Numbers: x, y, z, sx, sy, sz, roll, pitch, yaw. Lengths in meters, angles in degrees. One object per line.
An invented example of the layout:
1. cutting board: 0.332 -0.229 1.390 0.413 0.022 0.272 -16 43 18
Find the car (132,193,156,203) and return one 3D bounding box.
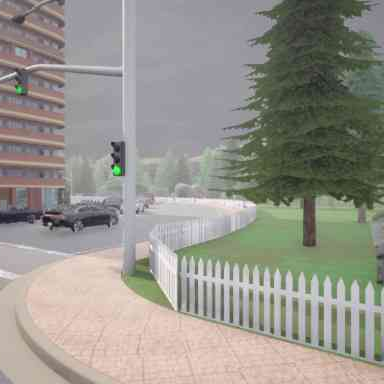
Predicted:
1. car: -9.583 1.166 66.430 2.150 2.045 5.566 0 0 -40

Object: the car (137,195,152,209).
1. car: -6.925 1.470 44.918 1.812 1.442 4.674 0 0 -13

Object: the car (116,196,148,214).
1. car: -6.169 1.470 34.727 1.812 1.442 4.674 0 0 3

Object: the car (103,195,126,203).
1. car: -15.863 1.434 67.873 4.902 1.511 2.128 0 0 41

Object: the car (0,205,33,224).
1. car: -12.683 1.545 22.602 1.895 1.301 4.718 0 0 23

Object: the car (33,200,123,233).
1. car: -6.281 1.436 19.333 2.128 1.511 4.902 0 0 25

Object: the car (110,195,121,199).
1. car: -9.795 1.492 41.909 2.033 1.411 5.357 0 0 -7

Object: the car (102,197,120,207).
1. car: -12.649 1.508 51.565 1.994 1.385 4.181 0 0 -24

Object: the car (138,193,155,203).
1. car: -8.802 1.296 59.172 2.097 1.767 4.553 0 0 -31

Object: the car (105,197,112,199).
1. car: -9.882 1.492 31.835 2.033 1.411 5.357 0 0 8
